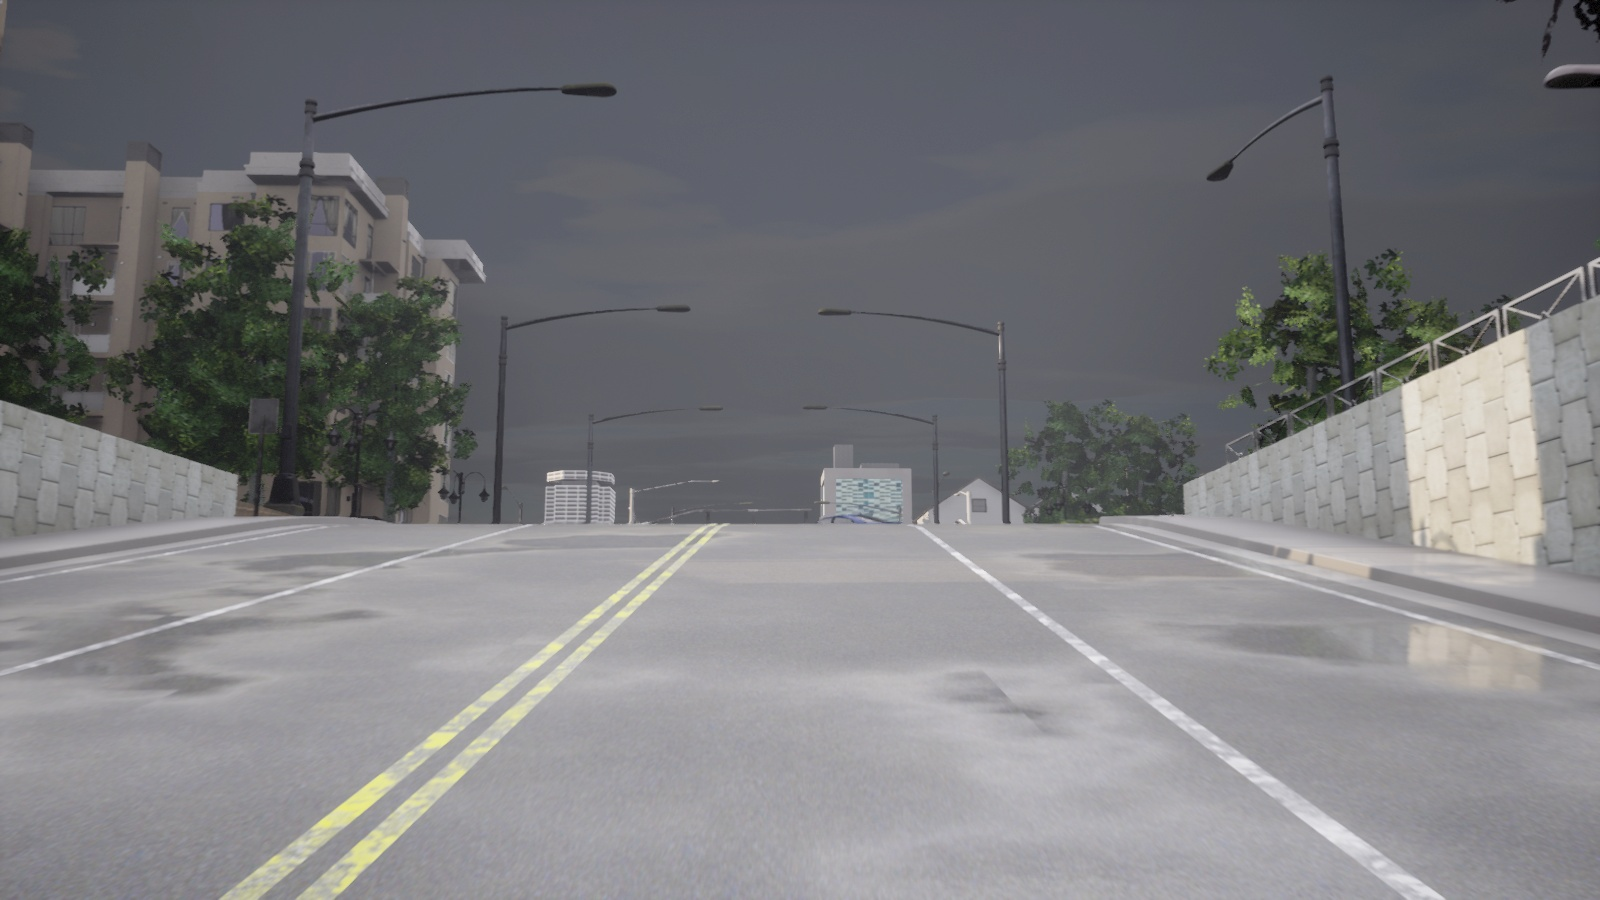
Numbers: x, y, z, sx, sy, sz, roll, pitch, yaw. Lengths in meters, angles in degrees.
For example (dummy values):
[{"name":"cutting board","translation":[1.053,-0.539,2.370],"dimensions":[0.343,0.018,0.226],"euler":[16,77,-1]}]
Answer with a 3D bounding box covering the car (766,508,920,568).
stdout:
[{"name":"car","translation":[1.300,2.858,40.079],"dimensions":[1.882,1.535,5.008],"euler":[7,-11,-43]}]
